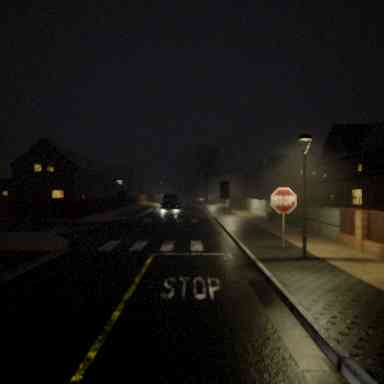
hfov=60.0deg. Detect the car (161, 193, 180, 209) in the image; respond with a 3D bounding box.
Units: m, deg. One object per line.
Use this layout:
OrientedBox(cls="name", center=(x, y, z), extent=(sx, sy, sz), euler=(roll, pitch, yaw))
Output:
OrientedBox(cls="car", center=(-2.786, 1.164, 43.063), extent=(2.150, 2.045, 5.566), euler=(0, 2, 0))
